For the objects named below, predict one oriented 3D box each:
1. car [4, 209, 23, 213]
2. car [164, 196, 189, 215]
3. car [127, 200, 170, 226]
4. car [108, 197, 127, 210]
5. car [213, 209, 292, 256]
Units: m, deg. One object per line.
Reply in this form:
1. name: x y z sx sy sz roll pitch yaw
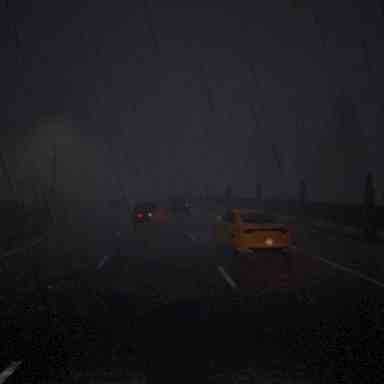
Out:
1. car: -16.310 1.419 29.931 2.033 1.411 5.357 0 0 -19
2. car: -1.797 1.181 30.865 2.097 1.767 4.553 0 0 -16
3. car: -3.078 1.428 22.388 2.033 1.411 5.357 0 0 -13
4. car: -8.863 1.320 40.156 1.812 1.442 4.674 0 0 -22
5. car: 2.108 1.399 12.863 1.882 1.535 5.008 0 0 -7
